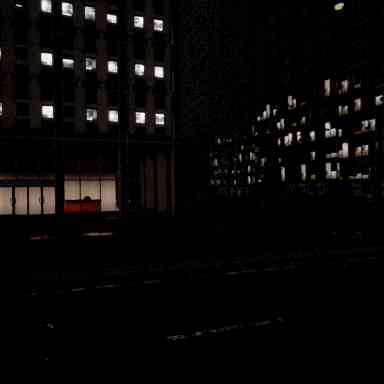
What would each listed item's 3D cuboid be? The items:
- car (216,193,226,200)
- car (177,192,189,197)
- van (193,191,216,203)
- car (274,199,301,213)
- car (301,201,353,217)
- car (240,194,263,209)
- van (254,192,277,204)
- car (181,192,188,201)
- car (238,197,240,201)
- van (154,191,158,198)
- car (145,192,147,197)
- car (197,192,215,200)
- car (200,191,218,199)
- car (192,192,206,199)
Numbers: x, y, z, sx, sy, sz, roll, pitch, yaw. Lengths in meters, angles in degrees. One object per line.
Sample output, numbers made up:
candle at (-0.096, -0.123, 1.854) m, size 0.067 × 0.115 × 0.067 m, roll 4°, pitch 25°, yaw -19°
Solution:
car at (5.733, 0.954, 69.637) m, size 1.802 × 1.307 × 4.206 m, roll 0°, pitch 1°, yaw -21°
car at (-2.436, 0.710, 90.852) m, size 2.008 × 1.369 × 4.403 m, roll 0°, pitch 1°, yaw -21°
van at (1.996, 0.952, 56.017) m, size 1.690 × 1.788 × 3.998 m, roll 0°, pitch 1°, yaw -21°
car at (10.060, 1.399, 34.765) m, size 1.802 × 1.307 × 4.206 m, roll 0°, pitch 1°, yaw -21°
car at (12.086, 1.434, 29.453) m, size 1.947 × 1.339 × 4.313 m, roll 0°, pitch 1°, yaw -21°
car at (8.072, 1.332, 40.090) m, size 1.947 × 1.339 × 4.313 m, roll 0°, pitch 1°, yaw -21°
van at (11.858, 0.871, 53.722) m, size 1.690 × 1.788 × 3.998 m, roll 0°, pitch 1°, yaw -21°
car at (-2.088, 1.056, 66.627) m, size 2.008 × 1.369 × 4.403 m, roll 0°, pitch 1°, yaw -21°
car at (9.817, 1.060, 59.029) m, size 1.802 × 1.307 × 4.206 m, roll 0°, pitch 1°, yaw -21°
van at (-8.215, 0.687, 82.537) m, size 1.690 × 1.788 × 3.998 m, roll 0°, pitch 1°, yaw -21°
car at (-10.257, 0.733, 87.841) m, size 1.967 × 1.590 × 4.097 m, roll 0°, pitch 1°, yaw -21°
car at (2.864, 0.879, 69.858) m, size 1.882 × 1.535 × 5.008 m, roll -1°, pitch 1°, yaw -21°
car at (3.689, 0.634, 74.938) m, size 2.192 × 1.841 × 5.009 m, roll 0°, pitch 1°, yaw -21°
car at (1.647, 0.706, 80.243) m, size 1.967 × 1.590 × 4.097 m, roll 0°, pitch 1°, yaw -21°
